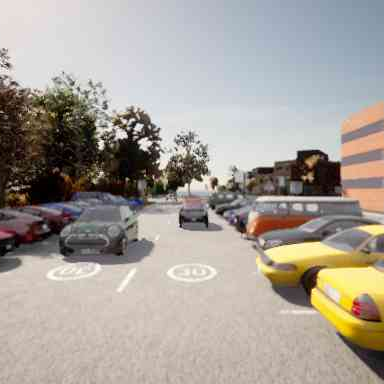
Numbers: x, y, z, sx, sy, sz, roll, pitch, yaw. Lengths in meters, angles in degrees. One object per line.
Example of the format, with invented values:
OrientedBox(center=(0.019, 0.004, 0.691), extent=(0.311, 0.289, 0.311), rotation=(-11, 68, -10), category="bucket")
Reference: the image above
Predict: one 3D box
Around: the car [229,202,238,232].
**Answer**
OrientedBox(center=(4.443, 1.422, 16.144), extent=(4.792, 1.488, 2.163), rotation=(0, 0, 0), category="car")

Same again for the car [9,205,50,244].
OrientedBox(center=(-8.183, 1.438, 13.243), extent=(4.792, 1.488, 2.163), rotation=(0, 0, 0), category="car")

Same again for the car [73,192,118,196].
OrientedBox(center=(-8.132, 1.061, 30.060), extent=(5.566, 2.045, 2.435), rotation=(0, 0, 0), category="car")

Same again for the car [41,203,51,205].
OrientedBox(center=(-8.150, 1.393, 16.067), extent=(5.008, 1.535, 2.097), rotation=(0, 0, 0), category="car")

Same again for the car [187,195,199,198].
OrientedBox(center=(0.098, 1.098, 41.578), extent=(2.097, 1.767, 4.553), rotation=(0, 0, 0), category="car")

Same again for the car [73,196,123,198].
OrientedBox(center=(-8.166, 1.331, 27.362), extent=(4.892, 1.521, 2.231), rotation=(0, 0, 0), category="car")

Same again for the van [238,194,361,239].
OrientedBox(center=(4.297, 1.182, 13.317), extent=(4.442, 1.987, 1.878), rotation=(0, 0, 0), category="van")

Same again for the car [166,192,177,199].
OrientedBox(center=(-3.253, 0.781, 53.233), extent=(1.812, 1.442, 4.674), rotation=(0, 1, 0), category="car")

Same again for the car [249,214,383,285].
OrientedBox(center=(4.229, 1.435, 7.668), extent=(5.366, 1.575, 1.946), rotation=(0, 0, 0), category="car")

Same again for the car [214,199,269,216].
OrientedBox(center=(4.416, 1.350, 30.274), extent=(4.674, 1.452, 2.002), rotation=(0, 0, 0), category="car")

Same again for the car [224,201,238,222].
OrientedBox(center=(4.411, 1.417, 18.970), extent=(4.674, 1.452, 2.002), rotation=(0, 0, 0), category="car")

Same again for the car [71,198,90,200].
OrientedBox(center=(-8.151, 1.364, 21.715), extent=(4.892, 1.521, 2.231), rotation=(0, 0, 0), category="car")

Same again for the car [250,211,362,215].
OrientedBox(center=(4.417, 1.463, 10.493), extent=(4.674, 1.452, 2.002), rotation=(0, 0, 0), category="car")

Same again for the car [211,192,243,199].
OrientedBox(center=(4.442, 1.040, 33.097), extent=(5.566, 2.045, 2.435), rotation=(0, 0, 0), category="car")

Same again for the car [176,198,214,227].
OrientedBox(center=(0.099, 1.373, 21.850), extent=(2.128, 1.511, 4.902), rotation=(0, 0, 0), category="car")

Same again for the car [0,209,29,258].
OrientedBox(center=(-8.158, 1.424, 10.295), extent=(5.008, 1.535, 2.097), rotation=(0, 0, 0), category="car")

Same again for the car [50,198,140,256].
OrientedBox(center=(-3.350, 1.283, 12.778), extent=(2.097, 1.767, 4.553), rotation=(0, 0, 0), category="car")

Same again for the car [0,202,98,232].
OrientedBox(center=(-8.149, 1.378, 18.891), extent=(5.008, 1.535, 2.097), rotation=(0, 0, 0), category="car")

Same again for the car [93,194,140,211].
OrientedBox(center=(-8.097, 1.139, 35.841), extent=(4.553, 1.767, 2.185), rotation=(0, 0, 0), category="car")

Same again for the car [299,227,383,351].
OrientedBox(center=(4.600, 1.450, 4.842), extent=(5.366, 1.575, 1.946), rotation=(0, 0, 0), category="car")

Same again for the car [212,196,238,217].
OrientedBox(center=(4.419, 1.329, 27.447), extent=(5.008, 1.535, 2.097), rotation=(0, 0, 0), category="car")
